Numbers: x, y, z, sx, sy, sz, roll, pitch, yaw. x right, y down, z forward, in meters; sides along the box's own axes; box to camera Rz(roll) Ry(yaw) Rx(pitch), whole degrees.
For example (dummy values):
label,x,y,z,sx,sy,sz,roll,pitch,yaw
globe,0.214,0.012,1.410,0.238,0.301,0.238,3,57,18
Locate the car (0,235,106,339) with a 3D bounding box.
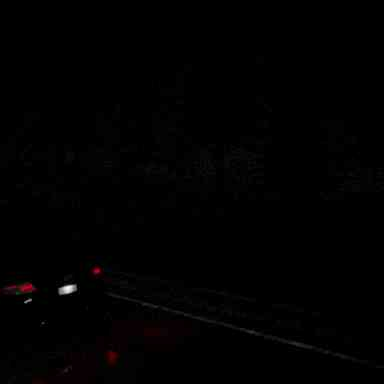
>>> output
label,x,y,z,sx,sy,sz,roll,pitch,yaw
car,-3.658,1.564,6.602,4.181,1.385,1.994,0,0,35
